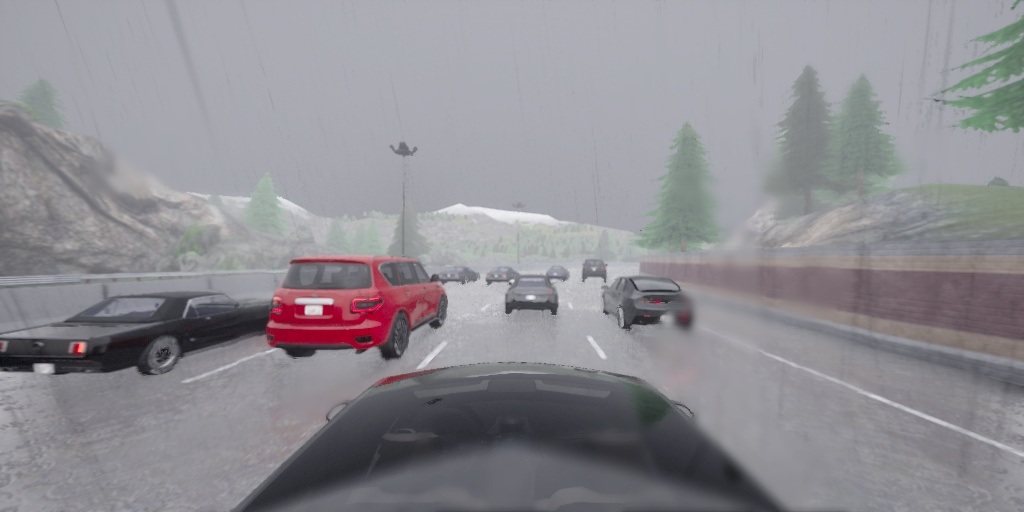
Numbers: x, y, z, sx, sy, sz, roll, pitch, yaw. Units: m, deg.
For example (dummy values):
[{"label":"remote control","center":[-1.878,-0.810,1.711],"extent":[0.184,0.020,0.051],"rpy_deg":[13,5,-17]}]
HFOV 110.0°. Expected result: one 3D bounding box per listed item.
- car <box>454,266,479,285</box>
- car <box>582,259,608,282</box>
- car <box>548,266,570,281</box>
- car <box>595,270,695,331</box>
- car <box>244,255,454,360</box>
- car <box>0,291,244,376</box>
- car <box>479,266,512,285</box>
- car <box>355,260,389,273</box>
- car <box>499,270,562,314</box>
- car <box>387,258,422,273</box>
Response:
[{"label":"car","center":[-4.136,1.516,28.750],"extent":[2.033,1.411,5.357],"rpy_deg":[0,-1,11]},{"label":"car","center":[7.699,1.286,33.434],"extent":[2.150,2.045,5.566],"rpy_deg":[0,-1,14]},{"label":"car","center":[4.425,1.624,34.636],"extent":[1.994,1.385,4.181],"rpy_deg":[0,-1,14]},{"label":"car","center":[4.077,1.359,11.422],"extent":[1.837,1.490,4.892],"rpy_deg":[0,0,4]},{"label":"car","center":[-3.149,1.018,8.623],"extent":[2.150,2.045,5.566],"rpy_deg":[0,-1,3]},{"label":"car","center":[-6.706,1.370,7.434],"extent":[1.895,1.301,4.718],"rpy_deg":[0,-1,2]},{"label":"car","center":[-0.641,1.529,28.401],"extent":[2.033,1.411,5.357],"rpy_deg":[0,-1,12]},{"label":"car","center":[-19.982,1.448,51.519],"extent":[2.097,1.767,4.553],"rpy_deg":[0,-1,19]},{"label":"car","center":[0.848,1.430,14.485],"extent":[1.994,1.385,4.181],"rpy_deg":[0,-1,6]},{"label":"car","center":[-15.787,1.349,53.019],"extent":[2.150,2.045,5.566],"rpy_deg":[0,0,19]}]
